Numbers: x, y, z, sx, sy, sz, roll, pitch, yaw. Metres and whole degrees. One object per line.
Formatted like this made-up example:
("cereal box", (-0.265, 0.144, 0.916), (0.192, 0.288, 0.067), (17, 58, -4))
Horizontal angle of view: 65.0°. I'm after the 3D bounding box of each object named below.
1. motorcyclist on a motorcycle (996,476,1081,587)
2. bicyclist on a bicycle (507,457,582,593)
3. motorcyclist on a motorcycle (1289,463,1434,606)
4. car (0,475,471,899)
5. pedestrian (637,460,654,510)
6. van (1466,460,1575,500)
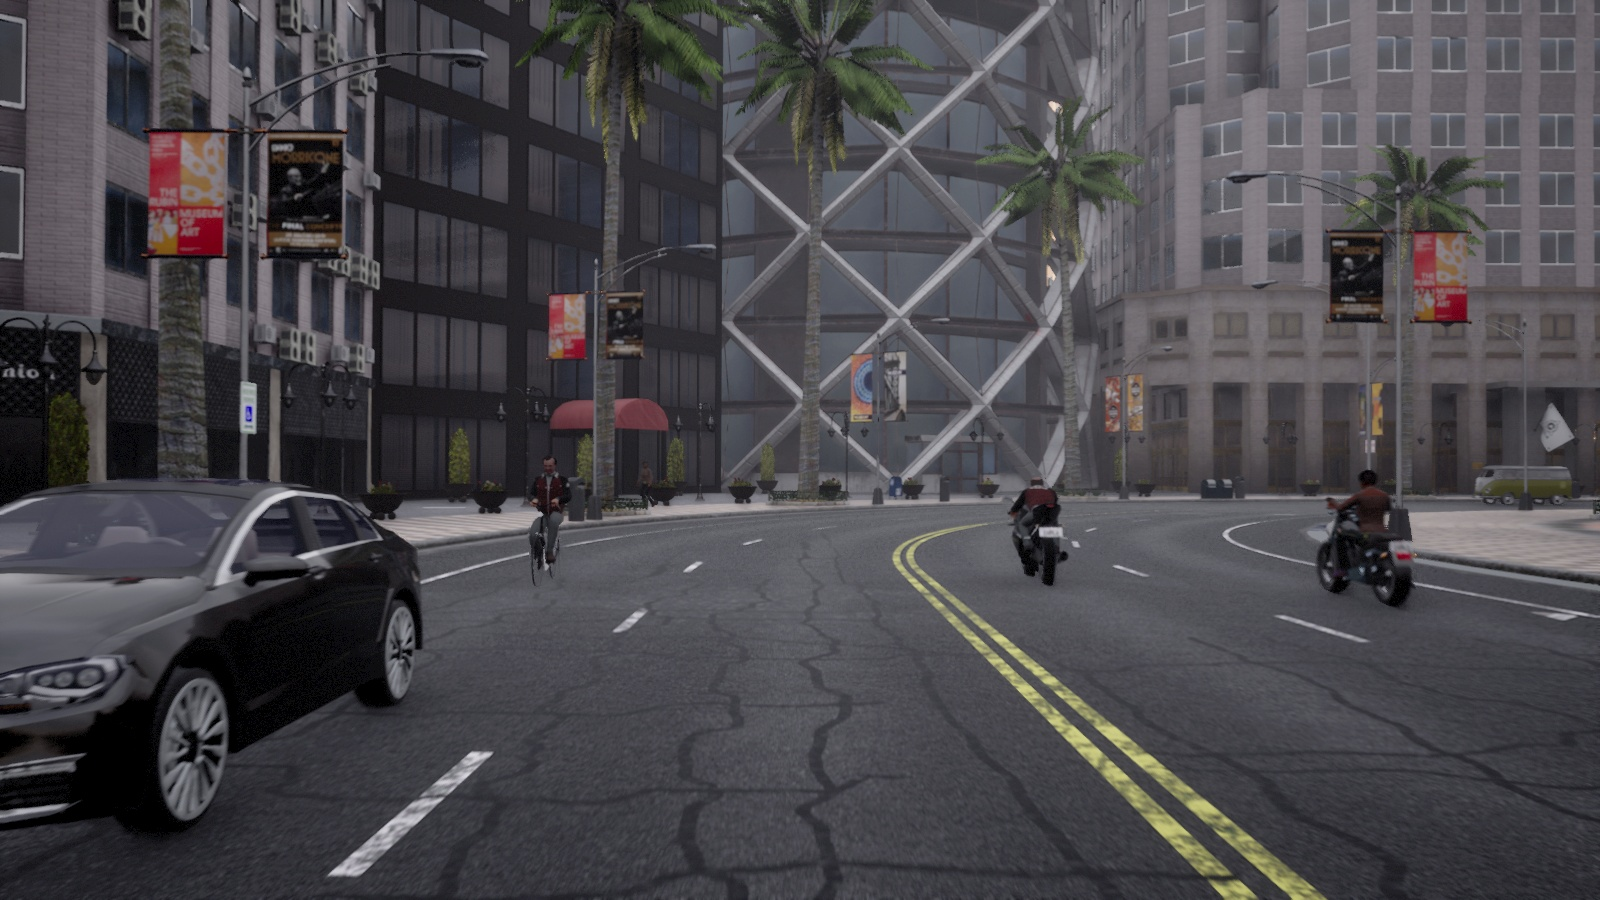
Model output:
("motorcyclist on a motorcycle", (3.484, 1.150, 18.518), (0.866, 1.530, 2.191), (0, -1, 1))
("bicyclist on a bicycle", (-3.488, 0.992, 17.281), (0.659, 1.776, 1.843), (0, -1, 0))
("motorcyclist on a motorcycle", (6.978, 1.004, 15.759), (0.766, 1.649, 2.350), (0, -1, 1))
("car", (-3.512, 0.903, 6.971), (2.128, 1.511, 4.902), (0, -1, -1))
("pedestrian", (-5.674, 1.276, 46.171), (0.331, 1.846, 0.634), (-1, -1, 24))
("van", (36.053, 1.487, 62.887), (4.442, 1.987, 1.775), (0, -1, -4))
